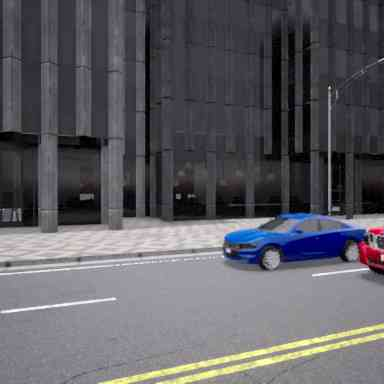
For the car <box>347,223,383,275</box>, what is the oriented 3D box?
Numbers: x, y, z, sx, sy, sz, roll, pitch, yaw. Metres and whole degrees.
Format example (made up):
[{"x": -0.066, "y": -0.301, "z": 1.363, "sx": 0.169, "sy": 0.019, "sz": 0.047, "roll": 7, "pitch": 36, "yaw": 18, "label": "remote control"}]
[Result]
[{"x": 7.167, "y": 1.220, "z": 8.883, "sx": 5.566, "sy": 2.045, "sz": 2.150, "roll": 0, "pitch": 0, "yaw": -22, "label": "car"}]

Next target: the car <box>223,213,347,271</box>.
[{"x": 3.410, "y": 1.477, "z": 10.874, "sx": 5.008, "sy": 1.535, "sz": 1.882, "roll": 0, "pitch": 0, "yaw": -22, "label": "car"}]
